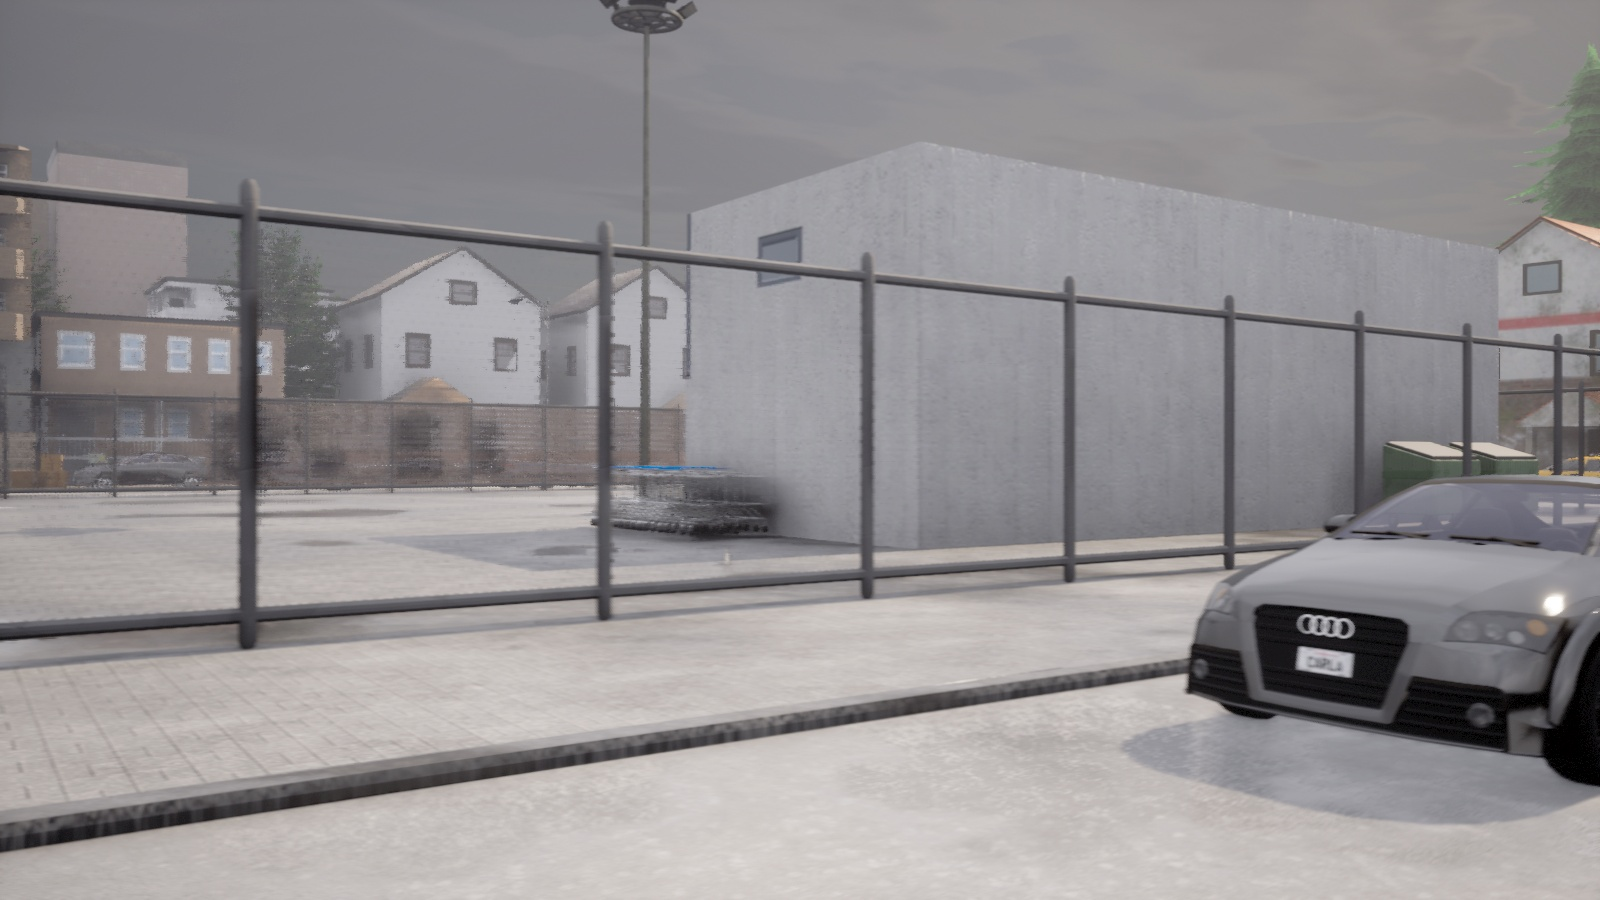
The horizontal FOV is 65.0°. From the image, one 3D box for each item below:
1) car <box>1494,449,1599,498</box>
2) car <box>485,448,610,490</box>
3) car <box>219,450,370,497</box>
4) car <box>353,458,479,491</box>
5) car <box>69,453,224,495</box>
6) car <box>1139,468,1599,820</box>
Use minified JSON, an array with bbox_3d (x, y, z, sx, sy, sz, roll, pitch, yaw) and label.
[{"bbox_3d":[26.096,0.751,41.434,1.801,1.575,5.366,0,0,-35],"label":"car"},{"bbox_3d":[-10.472,0.748,52.171,4.611,1.667,2.242,0,0,-33],"label":"car"},{"bbox_3d":[-18.683,0.833,46.466,4.856,1.649,2.033,0,0,-33],"label":"car"},{"bbox_3d":[-16.200,1.017,53.029,4.718,1.301,1.895,0,0,-35],"label":"car"},{"bbox_3d":[-24.558,0.871,47.263,4.902,1.511,2.128,0,0,-36],"label":"car"},{"bbox_3d":[4.094,0.821,7.158,4.181,1.385,1.994,0,0,-36],"label":"car"}]
